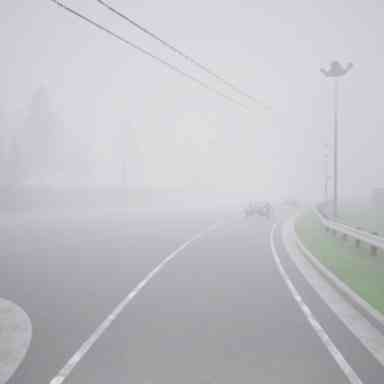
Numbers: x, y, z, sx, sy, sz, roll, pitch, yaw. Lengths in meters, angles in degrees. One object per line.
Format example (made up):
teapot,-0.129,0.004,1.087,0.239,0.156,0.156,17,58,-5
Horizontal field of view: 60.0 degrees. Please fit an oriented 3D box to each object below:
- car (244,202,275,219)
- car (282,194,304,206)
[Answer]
car,5.710,1.452,27.609,1.895,1.301,4.718,0,0,20
car,14.307,1.359,47.708,1.895,1.301,4.718,0,0,26
